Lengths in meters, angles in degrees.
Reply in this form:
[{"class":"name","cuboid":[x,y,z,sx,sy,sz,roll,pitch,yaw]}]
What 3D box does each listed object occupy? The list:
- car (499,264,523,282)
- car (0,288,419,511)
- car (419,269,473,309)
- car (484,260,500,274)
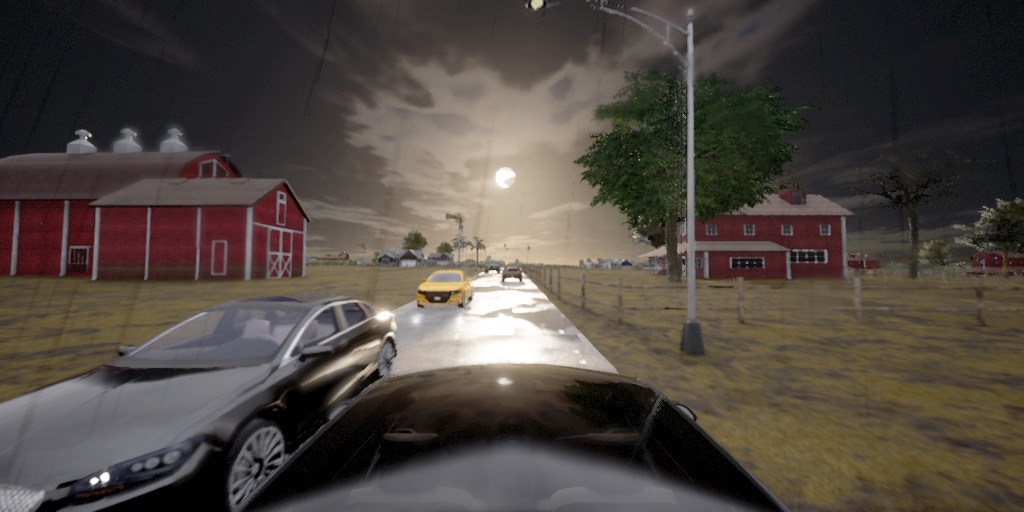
[{"class":"car","cuboid":[0.000,1.594,33.424,1.837,1.490,4.892,0,-2,-1]},{"class":"car","cuboid":[-2.858,1.266,4.260,2.128,1.511,4.902,0,0,0]},{"class":"car","cuboid":[-2.864,1.373,16.149,1.882,1.535,5.008,0,-1,0]},{"class":"car","cuboid":[-2.975,1.638,54.759,2.150,2.045,5.566,0,-1,0]}]
